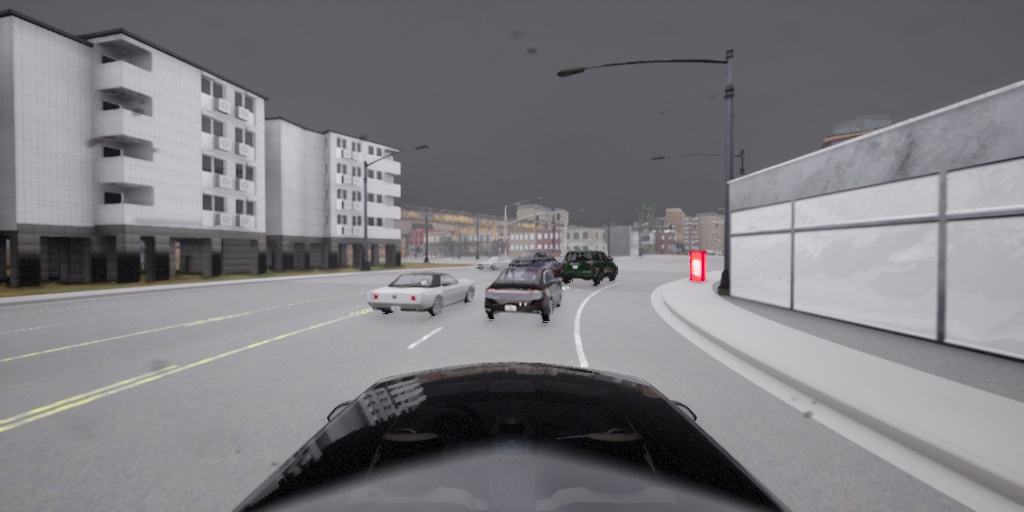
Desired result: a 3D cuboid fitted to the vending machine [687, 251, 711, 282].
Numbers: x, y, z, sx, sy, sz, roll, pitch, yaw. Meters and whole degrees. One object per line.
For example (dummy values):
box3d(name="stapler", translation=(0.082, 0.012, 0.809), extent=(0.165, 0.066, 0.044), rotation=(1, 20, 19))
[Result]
box3d(name="vending machine", translation=(11.709, 0.662, 22.591), extent=(1.100, 2.100, 0.880), rotation=(0, 0, 36))

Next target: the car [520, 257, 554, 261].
box3d(name="car", translation=(2.658, 0.994, 25.571), extent=(1.994, 1.385, 4.181), rotation=(0, 1, 33))

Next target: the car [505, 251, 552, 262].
box3d(name="car", translation=(2.153, 0.497, 37.121), extent=(2.150, 2.045, 5.566), rotation=(1, 1, 38))

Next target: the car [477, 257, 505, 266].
box3d(name="car", translation=(-1.742, 0.792, 37.763), extent=(1.812, 1.442, 4.674), rotation=(1, 1, 37))

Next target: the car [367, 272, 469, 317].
box3d(name="car", translation=(-2.835, 1.206, 12.570), extent=(1.895, 1.301, 4.718), rotation=(0, 1, 14))

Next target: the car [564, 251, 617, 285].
box3d(name="car", translation=(5.019, 0.688, 22.857), extent=(2.150, 2.045, 5.566), rotation=(0, 1, 31))

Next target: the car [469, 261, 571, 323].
box3d(name="car", translation=(0.543, 1.108, 11.654), extent=(2.128, 1.511, 4.902), rotation=(0, 1, 14))
